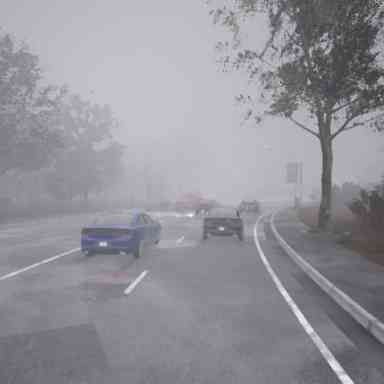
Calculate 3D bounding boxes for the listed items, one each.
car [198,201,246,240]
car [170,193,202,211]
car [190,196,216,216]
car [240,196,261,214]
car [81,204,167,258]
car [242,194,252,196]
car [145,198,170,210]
[{"bbox_3d":[1.696,1.465,17.095,1.882,1.535,5.008,0,0,9],"label":"car"},{"bbox_3d":[-0.217,1.165,38.615,2.150,2.045,5.566,0,0,19],"label":"car"},{"bbox_3d":[1.650,1.470,32.249,1.837,1.490,4.892,0,0,16],"label":"car"},{"bbox_3d":[6.094,1.477,34.728,2.128,1.511,4.902,0,0,18],"label":"car"},{"bbox_3d":[-2.472,1.452,12.728,1.882,1.535,5.008,0,0,6],"label":"car"},{"bbox_3d":[12.498,1.036,76.416,1.882,1.535,5.008,0,0,26],"label":"car"},{"bbox_3d":[-3.921,1.430,38.519,1.837,1.490,4.892,0,0,19],"label":"car"}]
